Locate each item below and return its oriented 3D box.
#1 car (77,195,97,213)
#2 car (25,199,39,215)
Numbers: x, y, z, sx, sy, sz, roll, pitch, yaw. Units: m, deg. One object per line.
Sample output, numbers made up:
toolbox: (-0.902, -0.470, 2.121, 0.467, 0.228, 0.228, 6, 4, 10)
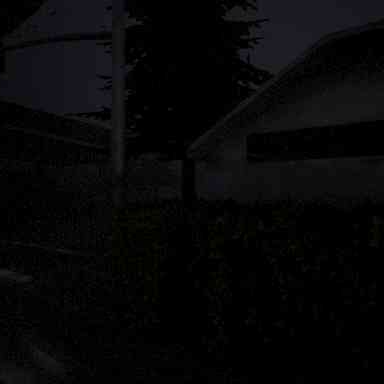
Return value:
car: (-10.416, 1.313, 35.159, 3.866, 1.878, 1.905, 0, 0, 35)
car: (-17.223, 1.480, 33.031, 4.611, 1.667, 2.242, 0, 0, 35)
